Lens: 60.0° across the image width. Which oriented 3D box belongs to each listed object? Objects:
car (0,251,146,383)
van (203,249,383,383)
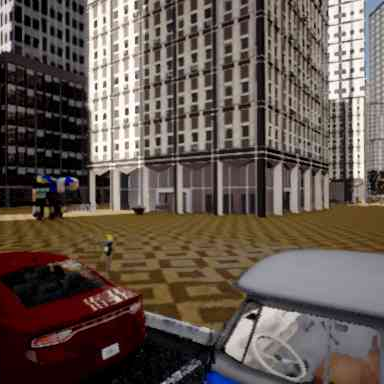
[{"bbox_3d":[-2.681,1.546,4.806,4.507,1.381,1.887,0,0,35],"label":"car"},{"bbox_3d":[1.891,1.333,1.680,3.998,1.788,1.690,0,0,35],"label":"van"}]
